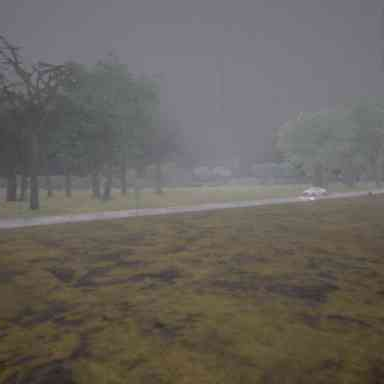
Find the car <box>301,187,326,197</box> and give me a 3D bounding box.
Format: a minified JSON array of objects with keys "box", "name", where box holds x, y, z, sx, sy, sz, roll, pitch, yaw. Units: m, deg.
[{"box":[18.553,-0.032,50.450,4.674,1.442,1.812,-3,2,-37],"name":"car"}]
